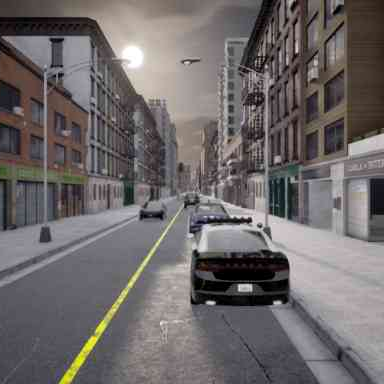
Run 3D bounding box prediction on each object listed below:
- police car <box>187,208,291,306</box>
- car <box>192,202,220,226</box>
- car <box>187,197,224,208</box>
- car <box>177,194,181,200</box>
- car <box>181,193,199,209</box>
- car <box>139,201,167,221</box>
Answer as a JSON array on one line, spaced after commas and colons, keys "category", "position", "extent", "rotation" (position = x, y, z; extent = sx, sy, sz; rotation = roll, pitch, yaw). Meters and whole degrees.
[{"category": "police car", "position": [0.905, 1.424, 8.233], "extent": [1.930, 1.638, 5.238], "rotation": [0, 0, 0]}, {"category": "car", "position": [0.916, 1.519, 24.123], "extent": [1.812, 1.442, 4.674], "rotation": [0, 0, 0]}, {"category": "car", "position": [0.911, 1.347, 18.094], "extent": [2.097, 1.767, 4.553], "rotation": [0, 0, 0]}, {"category": "car", "position": [-2.943, 1.376, 84.841], "extent": [2.128, 1.511, 4.902], "rotation": [0, 0, 0]}, {"category": "car", "position": [0.034, 1.194, 45.215], "extent": [2.150, 2.045, 5.566], "rotation": [0, 0, 0]}, {"category": "car", "position": [-3.082, 1.469, 27.121], "extent": [1.882, 1.535, 5.008], "rotation": [0, 0, 0]}]
